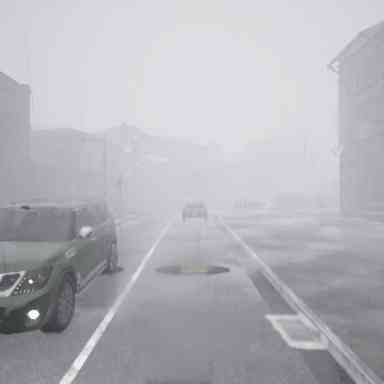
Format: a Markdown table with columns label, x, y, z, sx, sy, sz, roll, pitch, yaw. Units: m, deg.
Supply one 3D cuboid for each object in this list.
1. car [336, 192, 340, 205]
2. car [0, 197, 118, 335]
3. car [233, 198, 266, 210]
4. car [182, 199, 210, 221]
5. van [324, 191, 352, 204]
| label | x | y | z | sx | sy | sz | roll | pitch | yaw |
| --- | --- | --- | --- | --- | --- | --- | --- | --- | --- |
| car | 21.065 | 1.233 | 49.154 | 4.902 | 1.511 | 2.128 | -2 | -1 | -12 |
| car | -3.116 | 1.203 | 7.148 | 2.150 | 2.045 | 5.566 | 0 | 2 | 0 |
| car | 7.012 | 1.422 | 40.219 | 4.902 | 1.511 | 2.128 | 1 | -2 | -44 |
| car | 0.300 | 1.306 | 25.155 | 2.128 | 1.511 | 4.902 | 0 | 1 | 3 |
| van | 23.738 | 0.941 | 54.301 | 1.878 | 1.987 | 4.442 | -3 | -1 | -12 |
